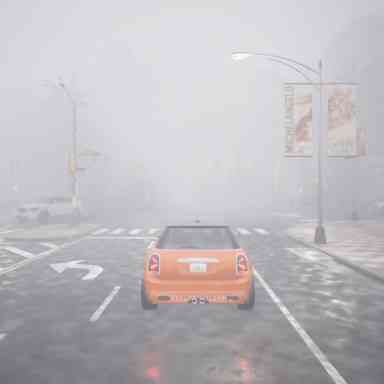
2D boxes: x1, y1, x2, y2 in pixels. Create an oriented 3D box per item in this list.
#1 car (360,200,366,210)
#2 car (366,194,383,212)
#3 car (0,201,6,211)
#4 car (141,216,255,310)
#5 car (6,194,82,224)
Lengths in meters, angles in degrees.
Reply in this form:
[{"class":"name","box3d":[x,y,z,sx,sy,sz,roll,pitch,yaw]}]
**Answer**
[{"class":"car","box3d":[23.206,1.221,39.772,5.566,2.045,2.150,0,0,1]},{"class":"car","box3d":[22.079,1.352,36.276,4.553,1.767,2.097,0,0,1]},{"class":"car","box3d":[-21.452,1.505,40.230,4.892,1.490,1.837,0,0,1]},{"class":"car","box3d":[0.112,1.352,7.994,2.097,1.767,4.553,0,0,0]},{"class":"car","box3d":[-10.823,1.221,25.471,2.150,2.045,5.566,-1,0,20]}]
